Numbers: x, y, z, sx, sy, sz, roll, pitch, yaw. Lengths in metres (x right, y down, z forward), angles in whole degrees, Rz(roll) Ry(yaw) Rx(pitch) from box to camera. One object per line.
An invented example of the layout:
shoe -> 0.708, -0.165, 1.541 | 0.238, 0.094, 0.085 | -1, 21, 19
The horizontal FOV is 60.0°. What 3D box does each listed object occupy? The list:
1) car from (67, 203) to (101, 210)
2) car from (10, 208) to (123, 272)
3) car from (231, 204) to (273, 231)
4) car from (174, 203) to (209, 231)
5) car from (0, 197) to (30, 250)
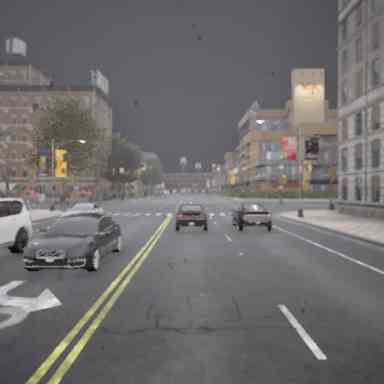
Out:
car -> -7.133, 1.458, 22.148 | 1.812, 1.442, 4.674 | 0, 0, 0
car -> -3.539, 1.474, 10.753 | 1.837, 1.490, 4.892 | 0, 0, 1
car -> 3.475, 1.430, 19.956 | 2.128, 1.511, 4.902 | 0, 0, 0
car -> -0.026, 1.443, 20.081 | 1.837, 1.490, 4.892 | 0, 0, 0
car -> -7.107, 1.192, 10.394 | 2.150, 2.045, 5.566 | 0, 0, 0
